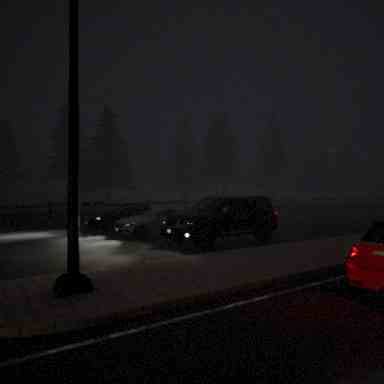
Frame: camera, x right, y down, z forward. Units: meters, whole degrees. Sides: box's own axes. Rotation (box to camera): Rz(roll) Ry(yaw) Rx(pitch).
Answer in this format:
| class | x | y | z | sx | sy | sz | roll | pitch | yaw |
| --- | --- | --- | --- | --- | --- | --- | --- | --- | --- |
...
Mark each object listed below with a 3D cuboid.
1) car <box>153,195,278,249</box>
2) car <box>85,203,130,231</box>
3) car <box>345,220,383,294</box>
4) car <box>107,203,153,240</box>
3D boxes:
| class | x | y | z | sx | sy | sz | roll | pitch | yaw |
| --- | --- | --- | --- | --- | --- | --- | --- | --- | --- |
| car | 1.375 | 1.178 | 14.651 | 5.566 | 2.045 | 2.150 | 0 | 0 | -35 |
| car | -3.755 | 1.417 | 19.616 | 4.902 | 1.511 | 2.128 | 0 | 0 | -35 |
| car | 5.537 | 1.343 | 7.534 | 4.553 | 1.767 | 2.097 | 0 | 0 | -35 |
| car | -1.592 | 1.466 | 16.841 | 4.674 | 1.442 | 1.812 | 0 | 0 | -35 |
